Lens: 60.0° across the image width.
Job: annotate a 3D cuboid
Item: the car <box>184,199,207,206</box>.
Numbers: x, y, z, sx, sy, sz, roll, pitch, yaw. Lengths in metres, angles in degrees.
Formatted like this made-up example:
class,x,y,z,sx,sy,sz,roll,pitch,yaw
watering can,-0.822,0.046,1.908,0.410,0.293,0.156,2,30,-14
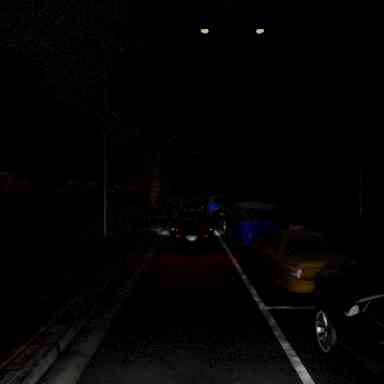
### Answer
class,x,y,z,sx,sy,sz,roll,pitch,yaw
car,0.000,1.589,29.652,2.033,1.411,5.357,0,0,0

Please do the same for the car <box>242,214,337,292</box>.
class,x,y,z,sx,sy,sz,roll,pitch,yaw
car,2.649,1.528,8.690,1.752,1.417,4.829,1,0,0

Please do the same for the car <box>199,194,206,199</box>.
class,x,y,z,sx,sy,sz,roll,pitch,yaw
car,2.750,1.569,59.748,1.882,1.535,5.008,0,0,0

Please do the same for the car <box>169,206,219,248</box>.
class,x,y,z,sx,sy,sz,roll,pitch,yaw
car,0.000,1.540,14.650,1.812,1.442,4.674,0,0,0

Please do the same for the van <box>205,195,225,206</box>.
class,x,y,z,sx,sy,sz,roll,pitch,yaw
van,2.650,1.376,35.767,1.690,1.788,3.998,1,0,0

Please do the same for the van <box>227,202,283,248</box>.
class,x,y,z,sx,sy,sz,roll,pitch,yaw
van,2.651,1.347,13.969,1.690,1.788,3.998,1,0,0

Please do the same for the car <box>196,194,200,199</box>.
class,x,y,z,sx,sy,sz,roll,pitch,yaw
car,2.649,1.453,73.914,2.192,1.841,5.009,1,0,0

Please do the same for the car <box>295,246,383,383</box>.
class,x,y,z,sx,sy,sz,roll,pitch,yaw
car,2.648,1.566,3.070,1.947,1.339,4.313,1,0,0

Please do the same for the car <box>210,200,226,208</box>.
class,x,y,z,sx,sy,sz,roll,pitch,yaw
car,2.648,1.568,24.868,2.008,1.369,4.403,1,0,0

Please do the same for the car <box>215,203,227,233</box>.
class,x,y,z,sx,sy,sz,roll,pitch,yaw
car,2.648,1.577,19.419,1.947,1.339,4.313,1,0,0
